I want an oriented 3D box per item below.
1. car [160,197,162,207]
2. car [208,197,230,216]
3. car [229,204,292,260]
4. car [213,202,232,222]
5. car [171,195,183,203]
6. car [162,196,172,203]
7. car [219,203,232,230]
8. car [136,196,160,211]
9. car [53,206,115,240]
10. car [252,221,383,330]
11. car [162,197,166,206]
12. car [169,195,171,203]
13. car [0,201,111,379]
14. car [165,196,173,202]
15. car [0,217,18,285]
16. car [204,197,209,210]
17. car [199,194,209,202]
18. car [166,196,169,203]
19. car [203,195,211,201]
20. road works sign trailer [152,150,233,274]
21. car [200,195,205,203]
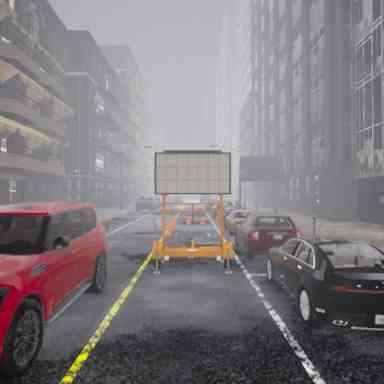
[{"bbox_3d":[-5.580,1.577,46.260,1.752,1.417,4.829,1,0,0],"label":"car"},{"bbox_3d":[2.765,1.478,29.455,1.967,1.590,4.097,1,0,0],"label":"car"},{"bbox_3d":[2.730,1.458,12.503,1.967,1.590,4.097,1,0,0],"label":"car"},{"bbox_3d":[2.751,1.614,23.805,1.802,1.307,4.206,1,0,0],"label":"car"},{"bbox_3d":[-2.856,1.572,68.642,1.837,1.490,4.892,0,0,0],"label":"car"},{"bbox_3d":[-5.521,1.616,74.688,1.887,1.381,4.507,1,0,0],"label":"car"},{"bbox_3d":[2.741,1.551,18.323,1.752,1.417,4.829,1,0,0],"label":"car"},{"bbox_3d":[-5.588,1.362,40.779,2.192,1.841,5.009,1,0,0],"label":"car"},{"bbox_3d":[-5.640,1.550,18.003,1.752,1.417,4.829,1,0,0],"label":"car"},{"bbox_3d":[2.716,1.561,6.849,2.008,1.369,4.403,1,0,0],"label":"car"},{"bbox_3d":[-5.567,1.496,52.081,1.967,1.590,4.097,1,0,0],"label":"car"},{"bbox_3d":[-5.545,1.630,63.385,1.947,1.339,4.313,1,0,0],"label":"car"},{"bbox_3d":[-3.086,1.230,5.874,2.150,2.045,5.566,0,0,0],"label":"car"},{"bbox_3d":[-5.508,1.599,80.168,1.752,1.417,4.829,1,0,0],"label":"car"},{"bbox_3d":[-5.662,1.450,6.869,1.967,1.590,4.097,1,0,0],"label":"car"},{"bbox_3d":[2.788,1.613,40.760,1.947,1.339,4.313,1,0,0],"label":"car"},{"bbox_3d":[2.875,1.389,80.320,2.192,1.841,5.009,1,0,0],"label":"car"},{"bbox_3d":[-5.556,1.605,57.734,1.887,1.381,4.507,1,0,0],"label":"car"},{"bbox_3d":[2.801,1.577,46.582,1.752,1.417,4.829,1,0,0],"label":"car"},{"bbox_3d":[0.023,0.479,10.621,2.380,3.560,2.880,0,0,0],"label":"road works sign trailer"},{"bbox_3d":[2.851,1.383,69.017,2.192,1.841,5.009,1,0,0],"label":"car"}]
